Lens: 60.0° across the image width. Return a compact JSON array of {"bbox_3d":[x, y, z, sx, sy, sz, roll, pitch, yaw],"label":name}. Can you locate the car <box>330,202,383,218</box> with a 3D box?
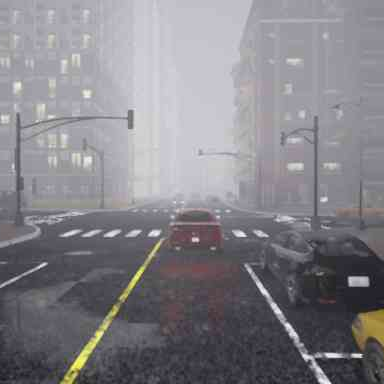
[{"bbox_3d":[14.970,1.575,29.784,4.829,1.417,1.752,1,-1,0],"label":"car"}]

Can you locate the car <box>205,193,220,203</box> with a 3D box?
[{"bbox_3d":[3.284,1.160,49.593,1.802,1.307,4.206,0,0,1],"label":"car"}]

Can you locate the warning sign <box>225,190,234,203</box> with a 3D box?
[{"bbox_3d":[5.609,0.693,49.679,1.300,1.860,1.060,0,0,1],"label":"warning sign"}]

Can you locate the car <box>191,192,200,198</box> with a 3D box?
[{"bbox_3d":[0.900,0.690,82.219,2.033,1.411,5.357,0,0,1],"label":"car"}]

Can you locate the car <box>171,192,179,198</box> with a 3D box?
[{"bbox_3d":[-4.696,0.801,90.841,2.008,1.369,4.403,0,0,1],"label":"car"}]

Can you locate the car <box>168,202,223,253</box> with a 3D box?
[{"bbox_3d":[0.133,1.362,13.179,1.882,1.535,5.008,0,1,0],"label":"car"}]

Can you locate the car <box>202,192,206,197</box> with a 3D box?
[{"bbox_3d":[3.375,1.025,62.509,2.008,1.369,4.403,0,0,1],"label":"car"}]

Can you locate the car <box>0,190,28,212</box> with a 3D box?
[{"bbox_3d":[-17.367,0.766,29.852,5.009,1.841,2.192,1,-1,0],"label":"car"}]

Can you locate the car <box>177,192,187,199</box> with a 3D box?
[{"bbox_3d":[-2.167,0.874,76.229,2.128,1.511,4.902,0,0,1],"label":"car"}]

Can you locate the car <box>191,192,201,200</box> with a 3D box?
[{"bbox_3d":[0.790,0.744,72.188,2.097,1.767,4.553,0,0,1],"label":"car"}]

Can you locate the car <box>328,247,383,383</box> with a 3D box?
[{"bbox_3d":[2.715,1.506,2.061,1.752,1.417,4.829,0,0,1],"label":"car"}]

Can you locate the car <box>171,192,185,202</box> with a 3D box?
[{"bbox_3d":[-2.383,1.015,60.603,1.812,1.442,4.674,0,0,1],"label":"car"}]

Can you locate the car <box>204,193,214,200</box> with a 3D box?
[{"bbox_3d":[3.437,0.980,68.157,2.008,1.369,4.403,0,0,1],"label":"car"}]

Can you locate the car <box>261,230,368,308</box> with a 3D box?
[{"bbox_3d":[2.775,1.499,7.574,1.947,1.339,4.313,0,0,1],"label":"car"}]
